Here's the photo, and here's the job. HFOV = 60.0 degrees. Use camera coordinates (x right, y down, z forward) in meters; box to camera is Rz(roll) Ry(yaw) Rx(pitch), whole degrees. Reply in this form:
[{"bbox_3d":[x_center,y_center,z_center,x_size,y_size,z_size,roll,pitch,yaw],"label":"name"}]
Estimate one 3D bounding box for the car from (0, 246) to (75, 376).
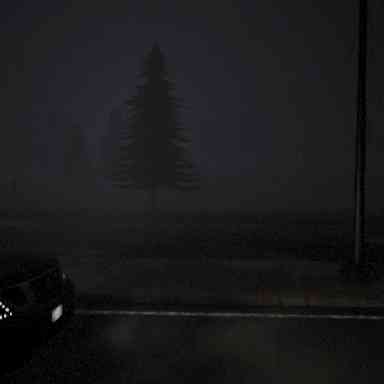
[{"bbox_3d":[-4.434,1.109,4.168,5.566,2.045,2.150,1,0,1],"label":"car"}]
